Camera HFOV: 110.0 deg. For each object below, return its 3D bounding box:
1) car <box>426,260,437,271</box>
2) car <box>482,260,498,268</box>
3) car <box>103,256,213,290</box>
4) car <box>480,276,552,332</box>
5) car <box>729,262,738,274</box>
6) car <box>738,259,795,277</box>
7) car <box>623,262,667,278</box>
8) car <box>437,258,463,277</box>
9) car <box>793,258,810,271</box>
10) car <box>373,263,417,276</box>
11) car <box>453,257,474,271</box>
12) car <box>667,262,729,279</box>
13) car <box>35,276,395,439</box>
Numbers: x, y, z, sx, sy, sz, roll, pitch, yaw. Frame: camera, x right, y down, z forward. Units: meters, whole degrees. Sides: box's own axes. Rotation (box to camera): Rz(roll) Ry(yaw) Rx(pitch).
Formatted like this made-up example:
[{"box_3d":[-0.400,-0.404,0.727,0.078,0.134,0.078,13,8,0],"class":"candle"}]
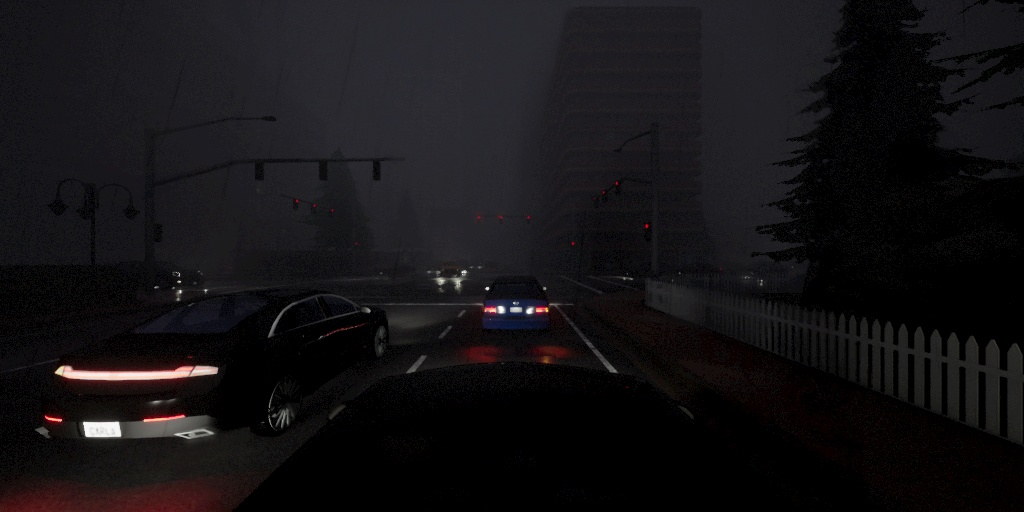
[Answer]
[{"box_3d":[-10.563,1.297,50.330,2.033,1.411,5.357,0,0,0],"class":"car"},{"box_3d":[-3.364,1.350,59.459,1.895,1.301,4.718,0,0,0],"class":"car"},{"box_3d":[-21.138,1.046,21.359,4.553,1.767,2.097,0,0,0],"class":"car"},{"box_3d":[0.119,1.297,10.847,2.033,1.411,5.357,0,0,1],"class":"car"},{"box_3d":[22.042,1.295,37.021,4.718,1.301,1.895,0,0,-30],"class":"car"},{"box_3d":[24.395,1.242,34.331,5.357,1.411,2.033,0,0,-31],"class":"car"},{"box_3d":[13.143,1.242,33.454,5.357,1.411,2.033,0,0,-13],"class":"car"},{"box_3d":[-6.109,1.206,35.046,1.882,1.535,5.008,-1,0,-12],"class":"car"},{"box_3d":[36.356,0.914,45.353,2.150,2.045,5.566,0,0,34],"class":"car"},{"box_3d":[-11.686,1.347,36.148,1.895,1.301,4.718,0,0,19],"class":"car"},{"box_3d":[-7.064,1.240,50.343,2.128,1.511,4.902,0,0,0],"class":"car"},{"box_3d":[15.877,1.258,30.630,4.181,1.385,1.994,0,0,-20],"class":"car"},{"box_3d":[-3.428,1.241,5.433,2.128,1.511,4.902,0,0,0],"class":"car"}]
